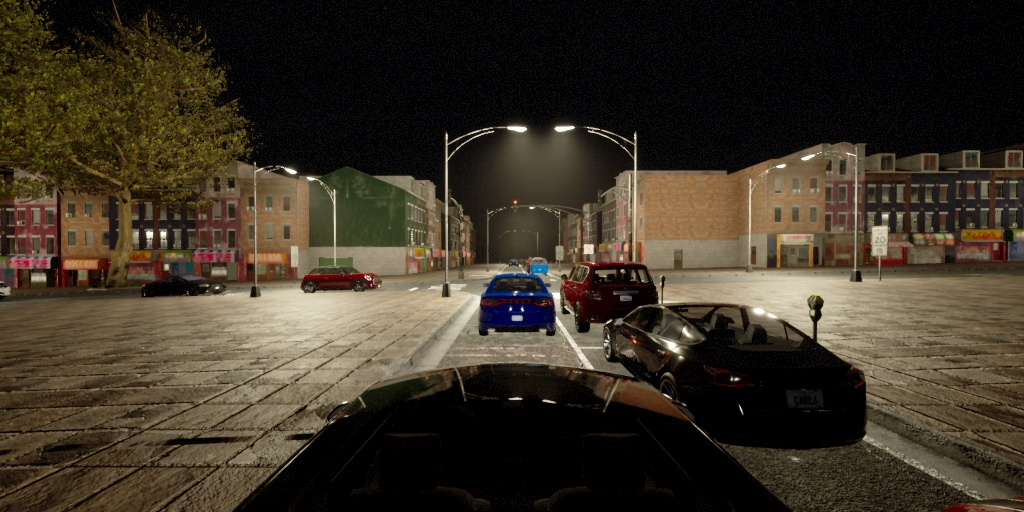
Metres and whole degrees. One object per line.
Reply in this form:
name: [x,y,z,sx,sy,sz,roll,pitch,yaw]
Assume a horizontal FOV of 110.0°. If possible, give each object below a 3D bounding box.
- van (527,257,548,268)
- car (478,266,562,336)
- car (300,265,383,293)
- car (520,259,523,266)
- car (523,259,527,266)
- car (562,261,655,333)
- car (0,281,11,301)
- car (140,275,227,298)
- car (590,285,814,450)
van: [2.760,1.104,37.056,1.690,1.789,3.998,0,0,0]
car: [0.144,1.227,10.419,1.882,1.535,5.008,0,0,1]
car: [-10.576,1.369,22.472,4.553,1.767,2.097,-2,1,0]
car: [2.856,1.356,64.087,2.007,1.370,4.403,0,0,0]
car: [2.779,1.084,42.462,2.192,1.841,5.009,0,0,0]
car: [2.666,1.064,10.695,2.192,1.841,5.009,0,0,0]
car: [-35.426,2.000,22.557,5.566,2.045,2.150,-2,1,0]
car: [-20.518,1.870,22.501,4.181,1.385,1.994,-2,1,0]
car: [2.646,1.315,5.293,1.948,1.339,4.313,0,0,0]
